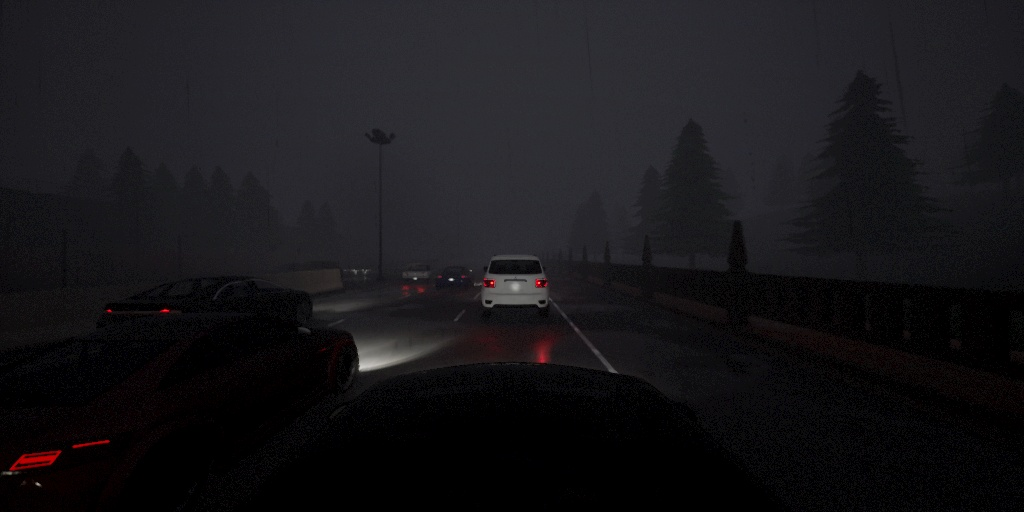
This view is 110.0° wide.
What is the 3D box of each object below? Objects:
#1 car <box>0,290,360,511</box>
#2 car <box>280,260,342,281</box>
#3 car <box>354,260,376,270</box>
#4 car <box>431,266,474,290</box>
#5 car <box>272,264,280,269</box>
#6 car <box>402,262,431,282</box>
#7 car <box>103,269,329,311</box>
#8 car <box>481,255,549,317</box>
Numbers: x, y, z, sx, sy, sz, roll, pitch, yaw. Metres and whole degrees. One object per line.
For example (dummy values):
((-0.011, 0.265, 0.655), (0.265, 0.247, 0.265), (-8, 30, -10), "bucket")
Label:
((-3.398, 1.314, 4.004), (1.994, 1.385, 4.181), (0, 0, 0), "car")
((-14.246, 1.103, 26.076), (2.097, 1.767, 4.553), (0, 0, -1), "car")
((-21.929, 1.278, 53.709), (1.812, 1.442, 4.674), (0, 0, -1), "car")
((-3.482, 1.315, 22.389), (1.994, 1.385, 4.181), (0, 0, -1), "car")
((-17.818, 1.299, 28.734), (2.033, 1.411, 5.357), (0, 0, -2), "car")
((-7.120, 1.352, 28.358), (1.895, 1.301, 4.718), (0, 0, -2), "car")
((-6.898, 1.242, 8.842), (2.128, 1.511, 4.902), (0, 0, 0), "car")
((0.099, 0.972, 13.274), (2.150, 2.045, 5.566), (0, 0, 0), "car")
